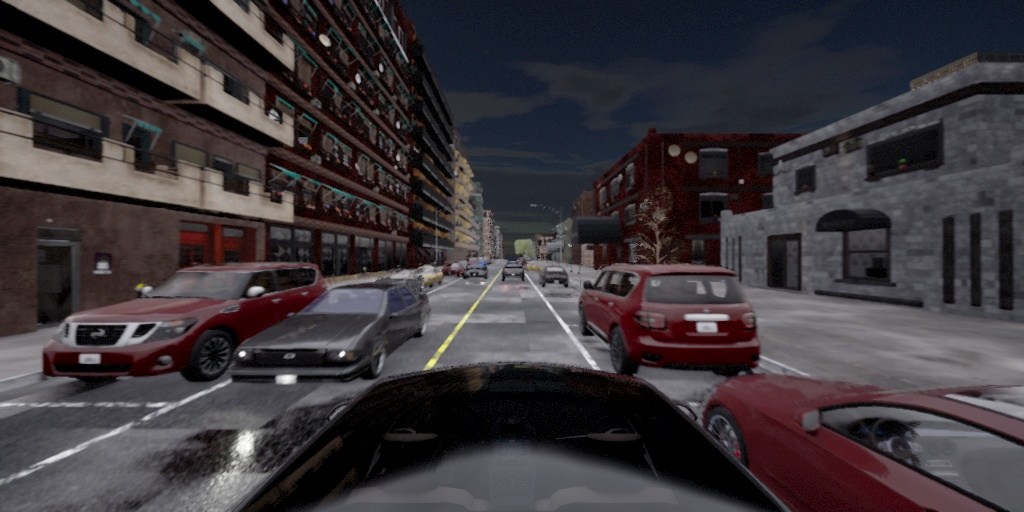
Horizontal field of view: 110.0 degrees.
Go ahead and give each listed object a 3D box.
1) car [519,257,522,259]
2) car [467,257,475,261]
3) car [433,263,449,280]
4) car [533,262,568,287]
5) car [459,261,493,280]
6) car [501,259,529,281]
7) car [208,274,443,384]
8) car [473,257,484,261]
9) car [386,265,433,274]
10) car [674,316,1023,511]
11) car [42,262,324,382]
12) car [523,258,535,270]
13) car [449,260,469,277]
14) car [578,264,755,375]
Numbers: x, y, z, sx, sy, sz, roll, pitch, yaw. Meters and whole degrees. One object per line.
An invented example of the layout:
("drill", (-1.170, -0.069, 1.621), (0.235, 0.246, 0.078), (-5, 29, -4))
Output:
("car", (0.106, 1.295, 48.851), (1.837, 1.490, 4.892), (0, 0, 0))
("car", (-5.686, 1.220, 40.579), (1.967, 1.591, 4.097), (0, 0, 0))
("car", (-5.688, 1.288, 23.792), (1.751, 1.417, 4.829), (0, 0, 0))
("car", (2.693, 1.312, 23.961), (2.007, 1.370, 4.403), (0, 0, 0))
("car", (-3.042, 1.334, 31.027), (1.994, 1.385, 4.181), (0, 0, 0))
("car", (0.102, 1.259, 30.519), (2.128, 1.511, 4.902), (0, 0, 0))
("car", (-3.074, 1.300, 7.553), (2.033, 1.411, 5.357), (0, 0, 0))
("car", (-5.685, 1.109, 51.658), (2.192, 1.841, 5.009), (0, 0, 0))
("car", (-5.689, 1.309, 18.423), (2.007, 1.370, 4.403), (0, 0, 0))
("car", (2.690, 1.332, 1.805), (1.802, 1.307, 4.207), (0, 0, 0))
("car", (-5.690, 1.067, 7.345), (2.192, 1.841, 5.009), (0, 0, 0))
("car", (2.695, 1.311, 46.288), (1.751, 1.417, 4.829), (0, 0, 0))
("car", (-5.687, 1.319, 35.041), (1.888, 1.381, 4.507), (0, 0, 0))
("car", (2.691, 1.066, 7.344), (2.192, 1.841, 5.009), (0, 0, 0))
